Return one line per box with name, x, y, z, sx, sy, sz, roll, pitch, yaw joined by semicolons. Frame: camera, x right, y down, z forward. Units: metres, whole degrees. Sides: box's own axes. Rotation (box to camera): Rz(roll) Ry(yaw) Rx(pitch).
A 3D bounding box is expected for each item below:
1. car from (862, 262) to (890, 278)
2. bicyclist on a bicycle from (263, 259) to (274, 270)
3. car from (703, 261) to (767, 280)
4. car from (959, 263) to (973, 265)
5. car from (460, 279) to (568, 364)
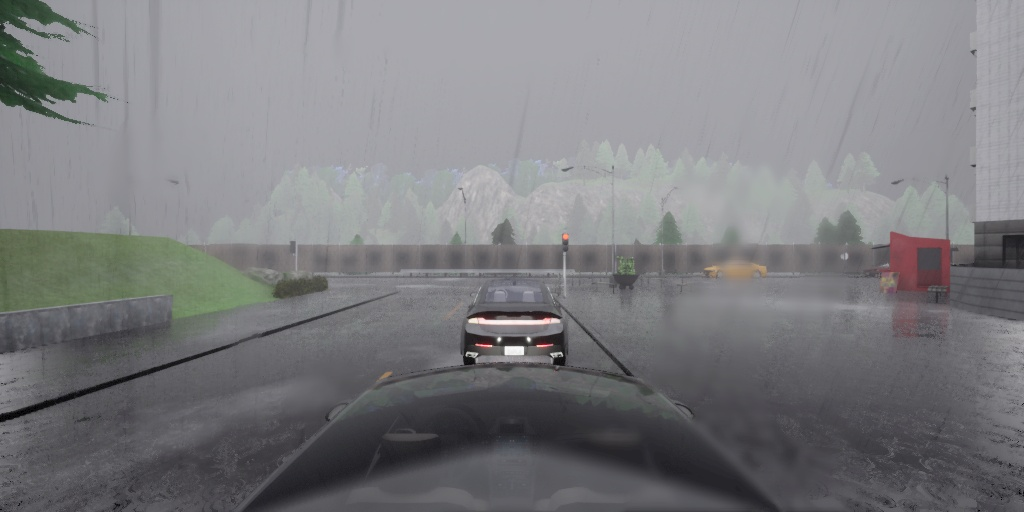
car;33.490;1.228;31.220;5.008;1.535;1.882;-1;0;0
bicyclist on a bicycle;-24.027;1.099;35.400;0.582;1.620;1.656;0;0;0
car;19.350;1.228;31.221;5.008;1.535;1.882;0;0;0
car;35.713;1.227;27.029;5.008;1.535;1.882;0;0;0
car;0.053;1.241;7.923;2.128;1.511;4.902;0;0;0
